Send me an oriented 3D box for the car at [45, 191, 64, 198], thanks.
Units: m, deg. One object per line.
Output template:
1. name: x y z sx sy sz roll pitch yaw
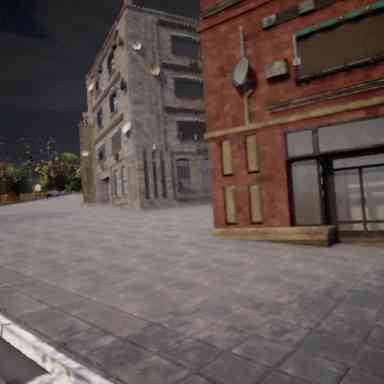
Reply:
1. car: -27.786 0.485 67.194 1.895 1.301 4.718 -5 3 3
